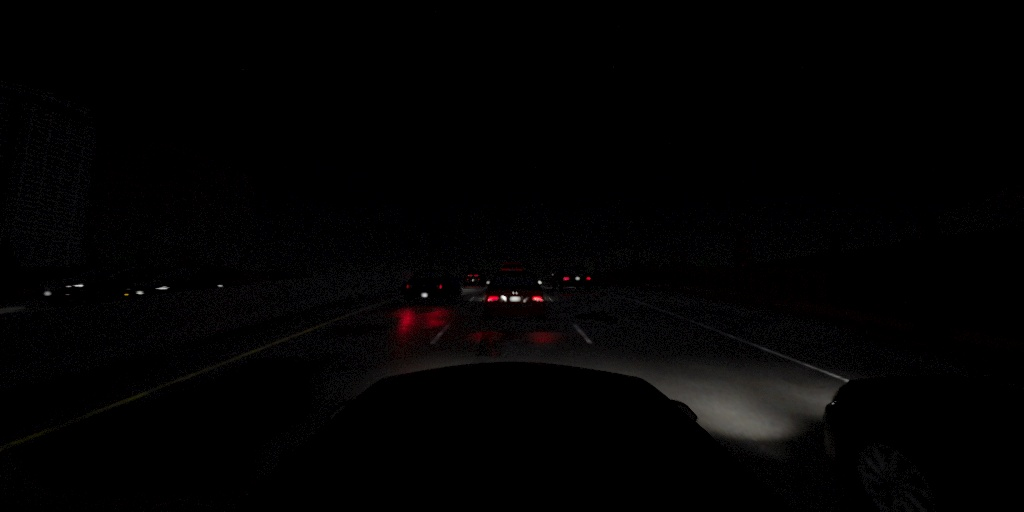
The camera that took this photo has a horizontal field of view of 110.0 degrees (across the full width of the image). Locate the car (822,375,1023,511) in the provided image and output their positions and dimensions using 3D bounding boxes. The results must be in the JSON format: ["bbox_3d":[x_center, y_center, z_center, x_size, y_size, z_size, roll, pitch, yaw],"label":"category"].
[{"bbox_3d":[3.607,1.257,1.076,1.837,1.490,4.892,0,1,0],"label":"car"}]

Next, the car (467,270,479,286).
[{"bbox_3d":[-3.487,2.136,34.438,1.837,1.490,4.892,0,-5,0],"label":"car"}]

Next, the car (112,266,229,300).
[{"bbox_3d":[-14.129,1.191,16.019,1.837,1.490,4.892,0,-1,0],"label":"car"}]

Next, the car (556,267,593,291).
[{"bbox_3d":[3.548,1.363,21.887,2.033,1.411,5.357,0,-2,0],"label":"car"}]

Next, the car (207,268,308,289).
[{"bbox_3d":[-10.631,1.286,16.095,1.895,1.301,4.718,0,-1,0],"label":"car"}]

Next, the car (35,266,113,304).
[{"bbox_3d":[-17.630,1.186,16.066,2.128,1.511,4.902,0,-1,0],"label":"car"}]

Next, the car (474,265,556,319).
[{"bbox_3d":[0.075,1.197,12.158,2.033,1.411,5.357,0,0,0],"label":"car"}]

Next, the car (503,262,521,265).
[{"bbox_3d":[0.015,1.742,33.253,2.150,2.045,5.566,0,-5,0],"label":"car"}]

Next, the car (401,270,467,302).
[{"bbox_3d":[-3.436,1.279,16.295,1.895,1.301,4.718,0,-1,0],"label":"car"}]
